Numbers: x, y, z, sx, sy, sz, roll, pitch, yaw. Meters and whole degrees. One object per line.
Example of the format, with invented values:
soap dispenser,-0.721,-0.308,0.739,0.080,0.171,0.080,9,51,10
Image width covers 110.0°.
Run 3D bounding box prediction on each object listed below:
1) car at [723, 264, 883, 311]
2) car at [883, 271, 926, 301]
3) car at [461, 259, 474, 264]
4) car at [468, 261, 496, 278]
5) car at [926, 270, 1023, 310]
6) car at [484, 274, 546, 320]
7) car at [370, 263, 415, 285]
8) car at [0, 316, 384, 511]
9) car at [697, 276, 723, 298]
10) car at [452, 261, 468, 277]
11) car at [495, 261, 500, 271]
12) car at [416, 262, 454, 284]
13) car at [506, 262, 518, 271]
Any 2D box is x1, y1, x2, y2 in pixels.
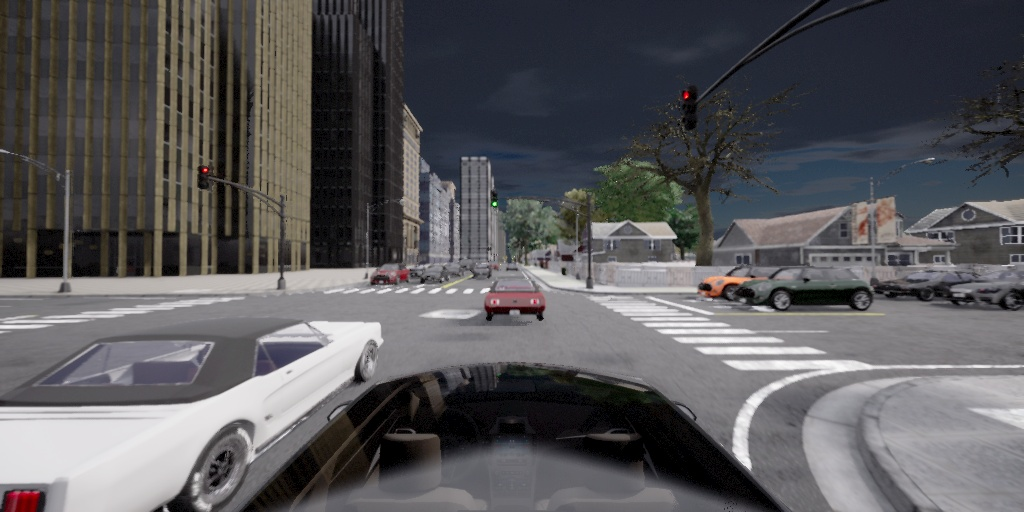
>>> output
car,11.606,1.211,14.568,4.553,1.767,2.097,0,-1,0
car,21.210,1.438,17.754,5.357,1.411,2.033,0,-1,0
car,-6.505,1.455,51.868,2.150,2.045,5.566,0,-1,0
car,-3.155,1.597,39.068,2.128,1.511,4.902,0,-1,0
car,20.563,1.323,14.509,4.902,1.511,2.128,0,-1,0
car,0.096,1.465,13.073,1.895,1.301,4.718,0,-1,0
car,-9.844,1.392,29.268,2.097,1.767,4.553,0,-1,0
car,-3.161,1.360,4.173,1.895,1.301,4.718,-1,0,0
car,11.738,1.273,17.819,4.553,1.767,2.097,0,-1,0
car,-6.561,1.642,41.221,1.837,1.490,4.892,0,-1,0
car,-3.248,1.669,62.008,2.097,1.767,4.553,0,-1,0
car,-6.589,1.551,31.082,1.837,1.490,4.892,0,-1,0
car,-0.004,1.865,61.331,1.994,1.385,4.181,0,-1,0
